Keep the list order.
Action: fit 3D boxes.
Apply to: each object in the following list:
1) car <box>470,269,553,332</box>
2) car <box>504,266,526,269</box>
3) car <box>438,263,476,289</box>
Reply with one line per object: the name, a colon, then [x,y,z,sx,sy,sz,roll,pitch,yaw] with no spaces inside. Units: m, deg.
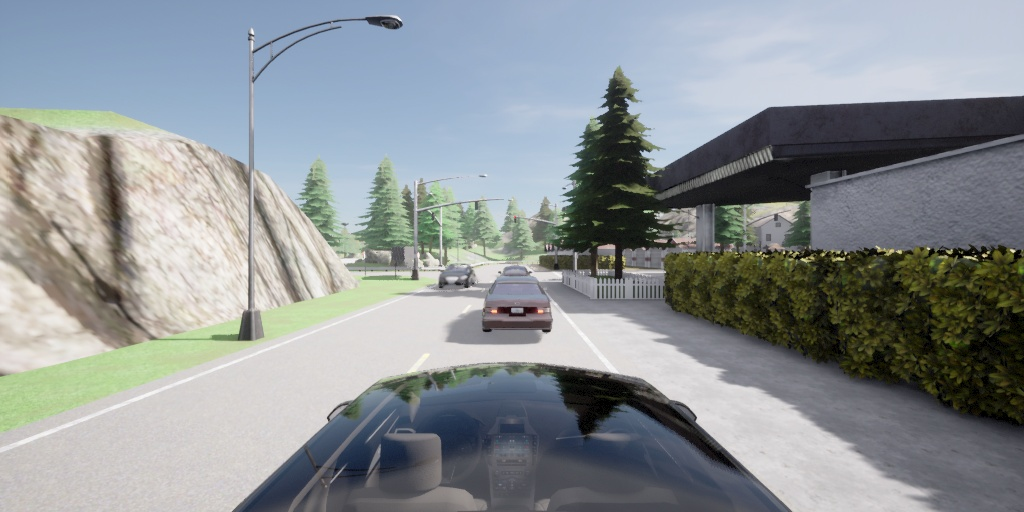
car: [0.136,1.297,10.772,2.033,1.411,5.357,0,0,0]
car: [0.181,1.276,20.358,1.812,1.442,4.674,0,0,0]
car: [-3.431,1.243,23.020,2.128,1.511,4.902,0,0,1]
